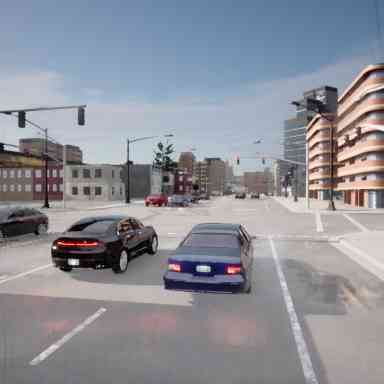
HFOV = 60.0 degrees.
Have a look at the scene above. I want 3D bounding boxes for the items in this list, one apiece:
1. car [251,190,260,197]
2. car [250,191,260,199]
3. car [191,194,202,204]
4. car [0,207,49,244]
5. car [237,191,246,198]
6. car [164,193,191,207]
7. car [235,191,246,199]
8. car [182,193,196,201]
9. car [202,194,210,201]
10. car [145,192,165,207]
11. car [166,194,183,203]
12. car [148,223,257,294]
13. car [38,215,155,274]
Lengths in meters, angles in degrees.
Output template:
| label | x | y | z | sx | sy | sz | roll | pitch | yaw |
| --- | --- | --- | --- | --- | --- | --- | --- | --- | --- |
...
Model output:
| label | x | y | z | sx | sy | sz | roll | pitch | yaw |
| --- | --- | --- | --- | --- | --- | --- | --- | --- | --- |
| car | 16.337 | 0.464 | 85.645 | 2.097 | 1.767 | 4.553 | 0 | 1 | 11 |
| car | 14.335 | 0.881 | 75.441 | 2.128 | 1.511 | 4.902 | 0 | 1 | 11 |
| car | -0.100 | 1.228 | 56.860 | 2.128 | 1.511 | 4.902 | 0 | 1 | 11 |
| car | -8.823 | 1.504 | 15.787 | 1.837 | 1.490 | 4.892 | 0 | 0 | 11 |
| car | 12.981 | 0.552 | 86.719 | 2.097 | 1.767 | 4.553 | 0 | 1 | 11 |
| car | -1.951 | 1.223 | 47.485 | 2.097 | 1.767 | 4.553 | 0 | 1 | 11 |
| car | 11.087 | 0.902 | 77.067 | 1.994 | 1.385 | 4.181 | 0 | 1 | 11 |
| car | -0.657 | 1.021 | 71.745 | 2.033 | 1.411 | 5.357 | 0 | 1 | 11 |
| car | 2.518 | 1.045 | 69.746 | 2.033 | 1.411 | 5.357 | 0 | 1 | 11 |
| car | -5.159 | 1.080 | 49.360 | 2.150 | 2.045 | 5.566 | 0 | 1 | 11 |
| car | -3.062 | 1.221 | 59.874 | 1.812 | 1.442 | 4.674 | 0 | 1 | 12 |
| car | 0.707 | 1.547 | 8.957 | 2.033 | 1.411 | 5.357 | 0 | 0 | 11 |
| car | -2.511 | 1.505 | 10.700 | 1.837 | 1.490 | 4.892 | 0 | 0 | 11 |
